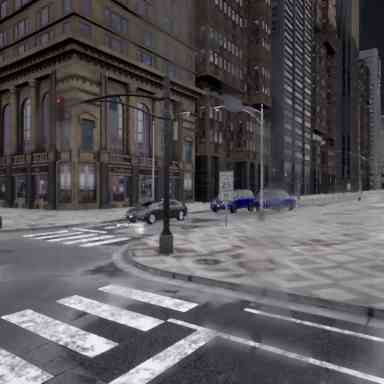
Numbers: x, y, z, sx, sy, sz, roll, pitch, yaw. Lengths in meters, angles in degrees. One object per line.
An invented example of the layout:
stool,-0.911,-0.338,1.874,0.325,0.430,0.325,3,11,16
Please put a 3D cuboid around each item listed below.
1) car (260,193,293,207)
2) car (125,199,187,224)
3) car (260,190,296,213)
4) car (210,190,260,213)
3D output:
car,10.205,0.941,39.904,2.128,1.511,4.902,0,1,36
car,-2.297,1.242,22.446,1.837,1.490,4.892,0,1,37
car,7.888,0.798,31.200,2.150,2.045,5.566,0,1,36
car,3.911,0.815,31.146,2.150,2.045,5.566,0,1,36
